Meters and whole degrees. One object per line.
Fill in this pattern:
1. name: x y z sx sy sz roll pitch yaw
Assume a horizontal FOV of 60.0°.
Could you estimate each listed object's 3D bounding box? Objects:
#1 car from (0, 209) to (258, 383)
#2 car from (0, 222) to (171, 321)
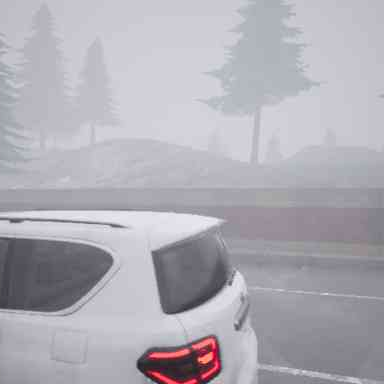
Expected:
1. car: -2.131 1.219 3.543 5.566 2.045 2.150 0 0 17
2. car: -3.347 1.546 7.651 5.357 1.411 2.033 0 0 19
